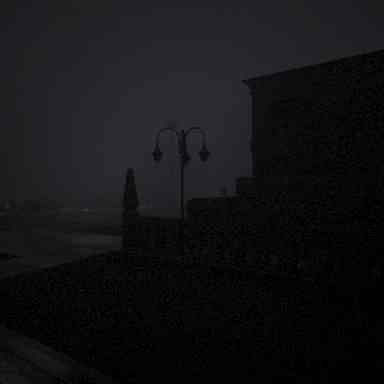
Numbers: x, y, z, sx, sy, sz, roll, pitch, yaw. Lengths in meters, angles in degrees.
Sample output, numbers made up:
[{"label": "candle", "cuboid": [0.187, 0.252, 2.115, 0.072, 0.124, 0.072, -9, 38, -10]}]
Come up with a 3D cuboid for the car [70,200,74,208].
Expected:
[{"label": "car", "cuboid": [-15.698, 1.497, 48.155, 2.128, 1.511, 4.902, 0, 0, 36]}]

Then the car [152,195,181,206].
[{"label": "car", "cuboid": [-3.638, 1.605, 52.798, 1.895, 1.301, 4.718, 0, 0, 36]}]

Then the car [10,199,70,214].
[{"label": "car", "cuboid": [-16.158, 1.496, 35.646, 2.128, 1.511, 4.902, 0, 0, 36]}]

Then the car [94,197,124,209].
[{"label": "car", "cuboid": [-10.003, 1.482, 44.087, 1.882, 1.535, 5.008, 0, 0, 36]}]

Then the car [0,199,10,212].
[{"label": "car", "cuboid": [-19.018, 1.531, 37.663, 1.812, 1.442, 4.674, 0, 0, 36]}]

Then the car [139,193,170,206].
[{"label": "car", "cuboid": [-5.685, 1.228, 55.921, 2.150, 2.045, 5.566, 0, 0, 36]}]

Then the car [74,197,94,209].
[{"label": "car", "cuboid": [-13.144, 1.483, 45.718, 1.882, 1.535, 5.008, 0, 0, 36]}]
